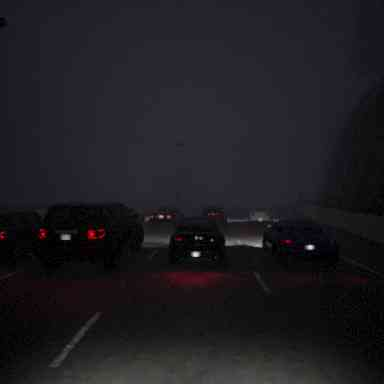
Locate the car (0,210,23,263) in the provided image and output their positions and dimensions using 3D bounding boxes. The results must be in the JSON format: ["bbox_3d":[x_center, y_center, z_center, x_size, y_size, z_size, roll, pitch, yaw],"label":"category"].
[{"bbox_3d":[-6.697,1.480,12.761,2.097,1.767,4.553,0,-1,4],"label":"car"}]

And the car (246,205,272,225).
[{"bbox_3d":[5.306,1.789,26.273,1.812,1.442,4.674,0,0,9],"label":"car"}]

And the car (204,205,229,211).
[{"bbox_3d":[1.771,1.772,26.359,1.837,1.490,4.892,0,0,9],"label":"car"}]

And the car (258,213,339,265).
[{"bbox_3d":[3.790,1.688,12.234,1.994,1.385,4.181,0,0,4],"label":"car"}]

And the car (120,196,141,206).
[{"bbox_3d":[-13.801,1.975,75.123,2.150,2.045,5.566,0,-1,22],"label":"car"}]

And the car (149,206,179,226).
[{"bbox_3d":[-1.862,1.807,25.876,2.033,1.411,5.357,0,-1,9],"label":"car"}]

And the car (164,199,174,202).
[{"bbox_3d":[-4.302,2.206,70.611,1.837,1.490,4.892,0,-1,22],"label":"car"}]

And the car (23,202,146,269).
[{"bbox_3d":[-3.277,1.344,11.767,2.150,2.045,5.566,0,0,4],"label":"car"}]

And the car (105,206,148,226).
[{"bbox_3d":[-5.210,1.872,27.059,1.895,1.301,4.718,0,-1,9],"label":"car"}]

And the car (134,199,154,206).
[{"bbox_3d":[-10.629,2.276,73.636,2.033,1.411,5.357,0,-1,22],"label":"car"}]

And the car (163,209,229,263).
[{"bbox_3d":[0.297,1.633,12.465,1.837,1.490,4.892,0,0,4],"label":"car"}]
